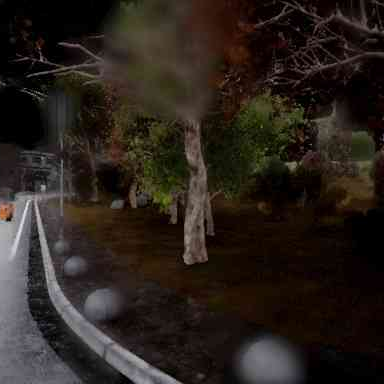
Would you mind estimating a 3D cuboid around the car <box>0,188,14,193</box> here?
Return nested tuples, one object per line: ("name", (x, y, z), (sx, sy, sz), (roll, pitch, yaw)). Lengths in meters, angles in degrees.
("car", (-38.029, 0.300, 68.577), (2.150, 2.045, 5.566), (0, 1, -22))

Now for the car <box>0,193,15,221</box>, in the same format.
("car", (-14.445, 1.197, 24.608), (2.097, 1.767, 4.553), (0, 1, -26))
